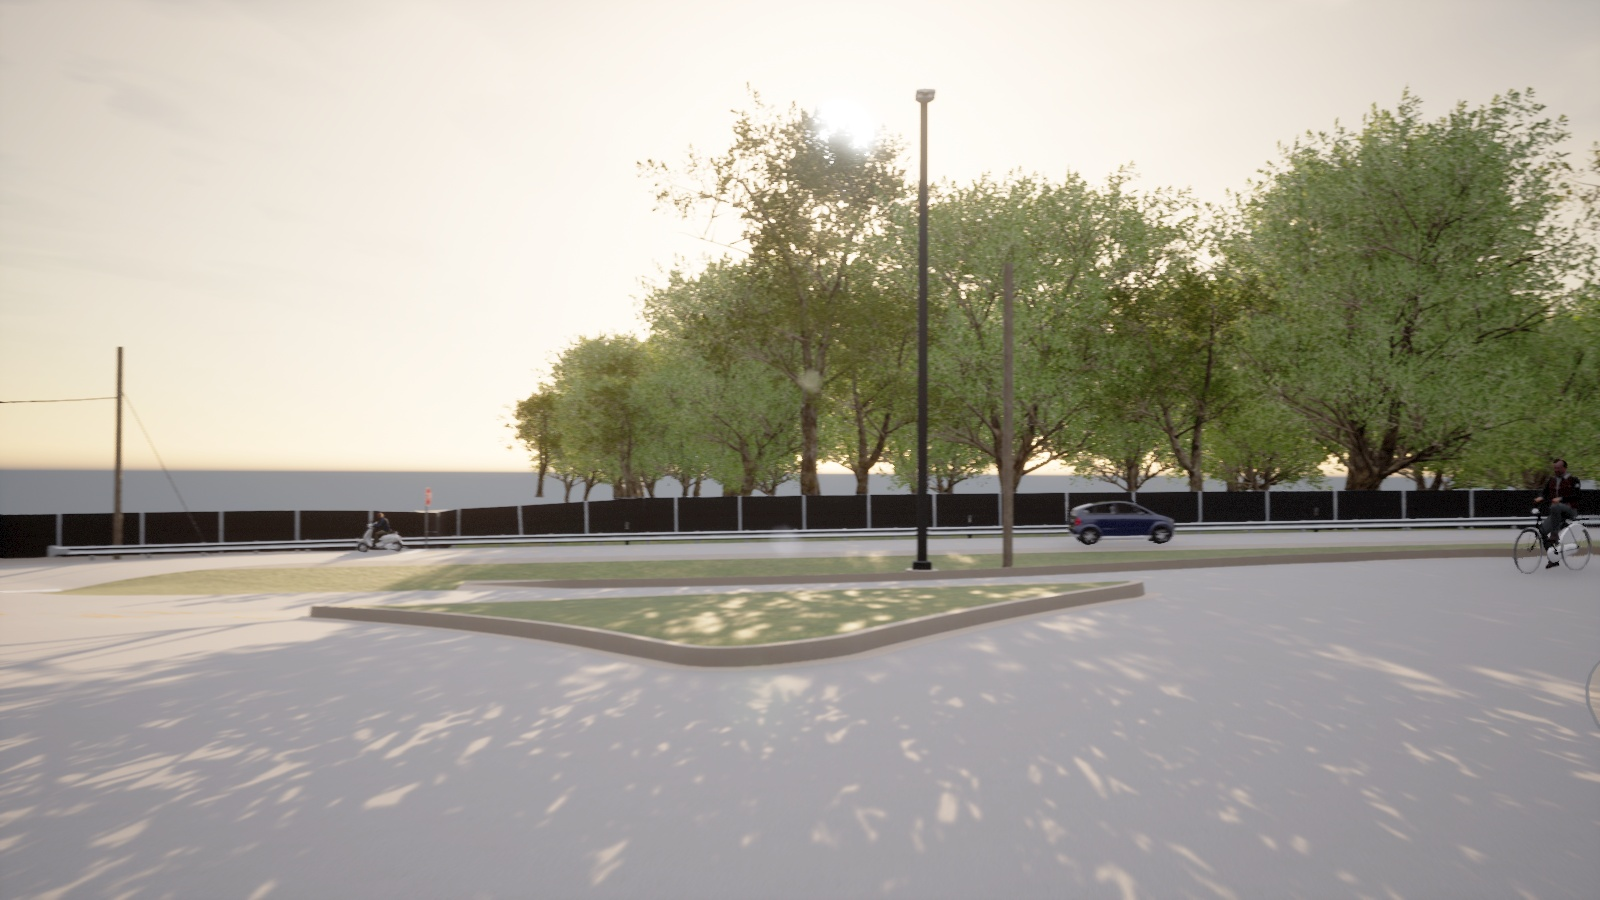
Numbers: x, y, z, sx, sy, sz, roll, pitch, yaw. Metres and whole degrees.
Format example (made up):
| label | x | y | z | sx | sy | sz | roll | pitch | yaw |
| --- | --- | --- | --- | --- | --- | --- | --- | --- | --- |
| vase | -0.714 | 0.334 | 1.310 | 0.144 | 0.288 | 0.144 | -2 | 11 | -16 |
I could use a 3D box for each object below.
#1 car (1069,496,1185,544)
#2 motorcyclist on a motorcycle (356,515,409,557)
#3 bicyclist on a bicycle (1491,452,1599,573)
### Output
| label | x | y | z | sx | sy | sz | roll | pitch | yaw |
| --- | --- | --- | --- | --- | --- | --- | --- | --- | --- |
| car | 11.759 | 2.521 | 45.343 | 3.705 | 1.549 | 1.789 | -2 | -1 | 4 |
| motorcyclist on a motorcycle | -16.613 | 3.423 | 50.043 | 1.817 | 1.590 | 0.866 | -2 | 0 | -5 |
| bicyclist on a bicycle | 11.622 | 0.935 | 19.416 | 1.843 | 1.776 | 0.659 | -1 | 0 | -25 |
